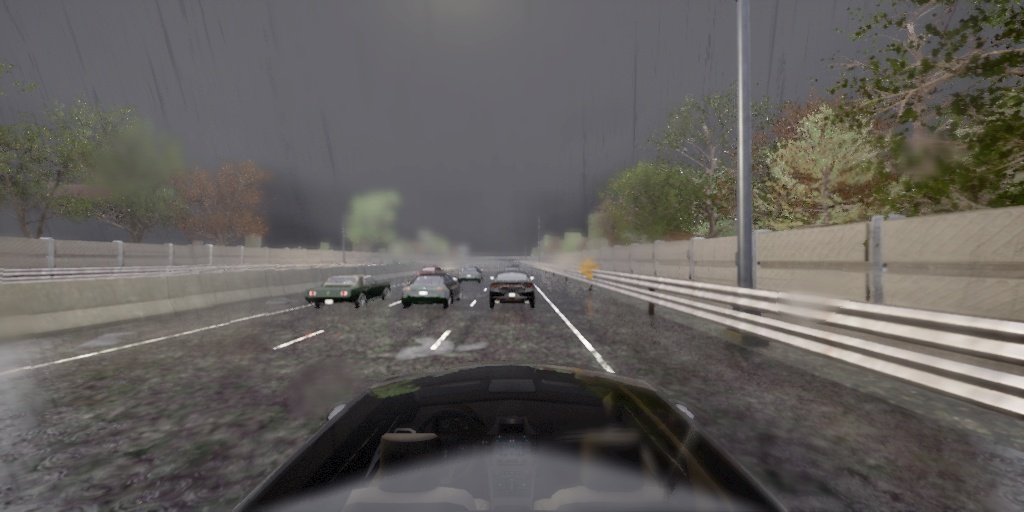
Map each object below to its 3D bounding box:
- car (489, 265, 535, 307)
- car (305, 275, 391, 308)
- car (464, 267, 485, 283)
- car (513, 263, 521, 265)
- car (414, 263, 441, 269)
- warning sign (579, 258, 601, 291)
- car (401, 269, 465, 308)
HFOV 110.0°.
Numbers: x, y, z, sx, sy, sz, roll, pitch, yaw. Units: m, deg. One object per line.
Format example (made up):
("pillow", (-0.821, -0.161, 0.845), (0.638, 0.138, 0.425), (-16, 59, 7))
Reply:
("car", (0.007, 1.367, 16.334), (1.882, 1.535, 5.008), (0, 0, 0))
("car", (-6.996, 1.487, 15.954), (1.895, 1.301, 4.718), (0, -1, 0))
("car", (-3.495, 1.605, 31.152), (1.994, 1.385, 4.181), (0, -1, 0))
("car", (0.005, 1.584, 30.840), (2.033, 1.411, 5.357), (0, -1, 0))
("car", (-6.992, 1.567, 31.224), (1.812, 1.442, 4.674), (0, 0, 0))
("warning sign", (4.553, 1.051, 20.968), (1.300, 1.860, 1.060), (0, 0, 0))
("car", (-3.494, 1.452, 16.144), (1.994, 1.385, 4.181), (0, -1, 0))
